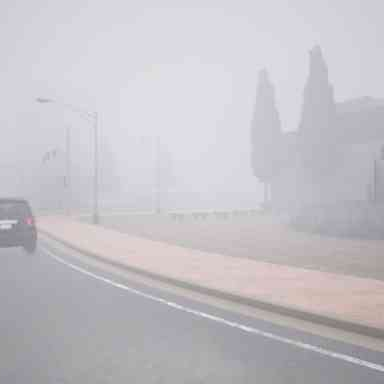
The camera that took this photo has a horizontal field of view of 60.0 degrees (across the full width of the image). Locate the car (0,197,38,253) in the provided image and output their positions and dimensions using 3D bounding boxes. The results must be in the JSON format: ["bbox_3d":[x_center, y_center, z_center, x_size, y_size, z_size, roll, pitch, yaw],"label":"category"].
[{"bbox_3d":[-7.617,1.222,12.954,2.150,2.045,5.566,0,0,-36],"label":"car"}]

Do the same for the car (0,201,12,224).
[{"bbox_3d":[-15.407,1.493,25.591,2.128,1.511,4.902,0,0,-20],"label":"car"}]
